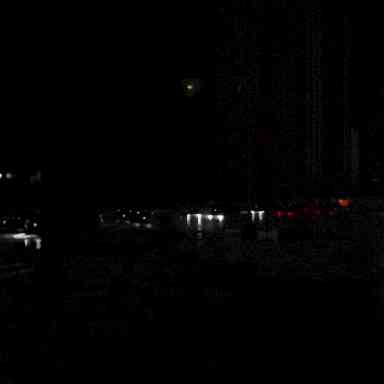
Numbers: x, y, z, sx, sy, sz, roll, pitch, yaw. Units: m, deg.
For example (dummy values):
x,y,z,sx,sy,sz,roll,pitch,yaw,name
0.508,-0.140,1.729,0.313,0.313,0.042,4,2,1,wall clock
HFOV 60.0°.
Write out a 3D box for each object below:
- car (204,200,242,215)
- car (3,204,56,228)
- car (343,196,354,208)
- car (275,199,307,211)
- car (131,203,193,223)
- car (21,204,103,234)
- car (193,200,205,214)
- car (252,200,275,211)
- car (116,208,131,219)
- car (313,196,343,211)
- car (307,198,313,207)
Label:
x,y,z,sx,sy,sz,roll,pitch,yaw,name
3.537,1.647,35.023,1.994,1.385,4.181,0,0,36,car
-9.803,1.554,22.038,2.128,1.511,4.902,0,0,36,car
23.528,1.465,51.402,2.097,1.767,4.553,0,0,36,car
12.414,1.621,41.578,1.812,1.442,4.674,0,0,36,car
-2.314,1.670,26.895,1.895,1.301,4.718,0,0,36,car
-7.410,1.623,19.796,1.994,1.385,4.181,0,0,36,car
1.410,1.614,37.643,1.812,1.442,4.674,0,0,36,car
9.406,1.589,43.138,2.128,1.511,4.902,0,0,36,car
-4.399,1.675,29.561,1.895,1.301,4.718,0,0,36,car
17.864,1.451,43.509,2.097,1.767,4.553,0,0,36,car
18.398,1.636,49.994,1.812,1.442,4.674,0,0,36,car
